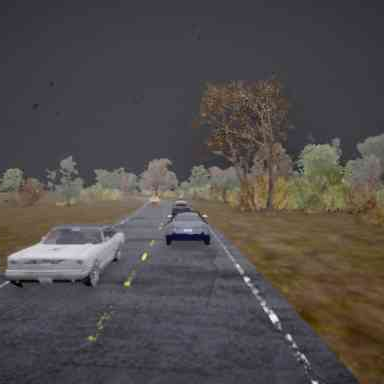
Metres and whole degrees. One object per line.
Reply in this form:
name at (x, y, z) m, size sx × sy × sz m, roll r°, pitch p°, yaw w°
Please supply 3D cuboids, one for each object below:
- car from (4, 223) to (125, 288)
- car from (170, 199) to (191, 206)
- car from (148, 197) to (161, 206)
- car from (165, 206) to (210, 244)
car at (-3.231, 1.605, 9.423) m, size 1.895 × 1.301 × 4.718 m, roll 0°, pitch 0°, yaw -1°
car at (-1.149, 1.513, 33.637) m, size 1.837 × 1.490 × 4.892 m, roll 0°, pitch 0°, yaw -4°
car at (-6.202, 1.515, 54.967) m, size 1.882 × 1.535 × 5.008 m, roll 0°, pitch 0°, yaw -6°
car at (-0.221, 1.566, 15.868) m, size 1.994 × 1.385 × 4.181 m, roll 0°, pitch 0°, yaw -2°
